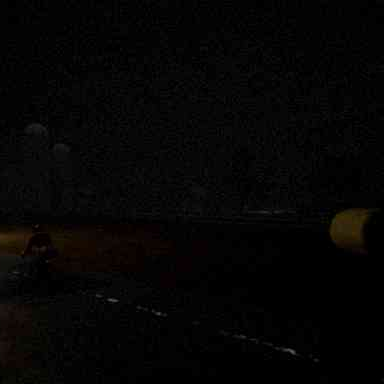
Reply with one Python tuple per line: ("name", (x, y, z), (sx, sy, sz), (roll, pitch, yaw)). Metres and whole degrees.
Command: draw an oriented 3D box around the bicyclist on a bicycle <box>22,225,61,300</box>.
("bicyclist on a bicycle", (-3.487, 1.585, 7.658), (1.656, 1.620, 0.582), (-1, -2, 37))
